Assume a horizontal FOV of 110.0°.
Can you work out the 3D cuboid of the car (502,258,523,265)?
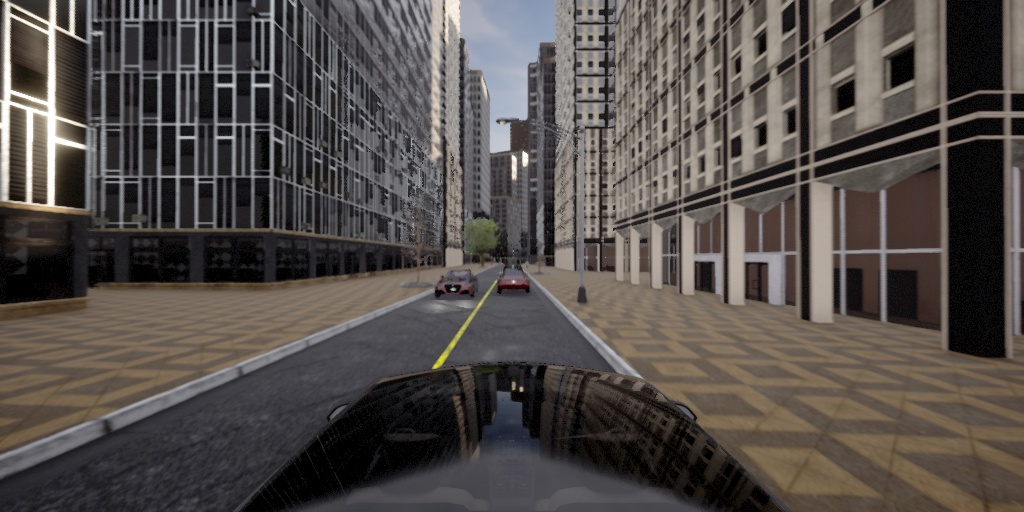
[{"bbox_3d":[0.095,1.254,41.277,2.150,2.045,5.566,0,0,0],"label":"car"}]

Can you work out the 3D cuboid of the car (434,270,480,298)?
[{"bbox_3d":[-2.853,1.431,19.296,1.994,1.385,4.181,0,0,0],"label":"car"}]

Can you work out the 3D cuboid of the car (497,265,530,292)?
[{"bbox_3d":[0.096,1.453,22.457,1.994,1.385,4.181,0,0,0],"label":"car"}]
